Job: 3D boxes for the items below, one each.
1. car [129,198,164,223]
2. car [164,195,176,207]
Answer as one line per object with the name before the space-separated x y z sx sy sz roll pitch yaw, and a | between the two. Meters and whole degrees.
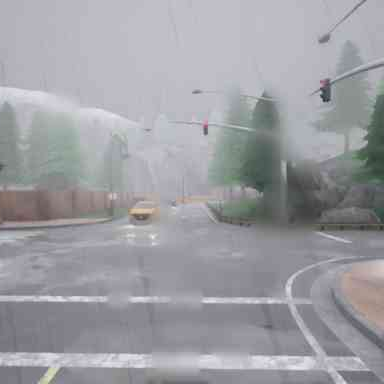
car | -3.496 1.476 25.347 1.882 1.535 5.008 0 0 0
car | -3.492 1.292 50.245 2.097 1.767 4.553 0 0 0
